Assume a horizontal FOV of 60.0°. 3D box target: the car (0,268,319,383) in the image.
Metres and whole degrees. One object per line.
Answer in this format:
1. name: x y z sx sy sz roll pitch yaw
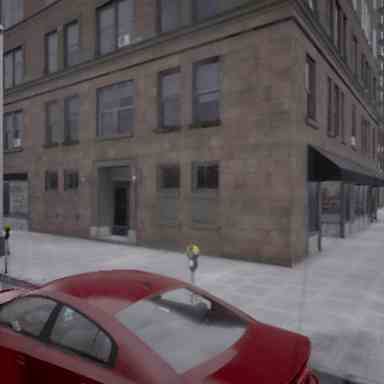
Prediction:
1. car: -1.043 1.533 3.553 4.507 1.381 1.887 0 0 36
